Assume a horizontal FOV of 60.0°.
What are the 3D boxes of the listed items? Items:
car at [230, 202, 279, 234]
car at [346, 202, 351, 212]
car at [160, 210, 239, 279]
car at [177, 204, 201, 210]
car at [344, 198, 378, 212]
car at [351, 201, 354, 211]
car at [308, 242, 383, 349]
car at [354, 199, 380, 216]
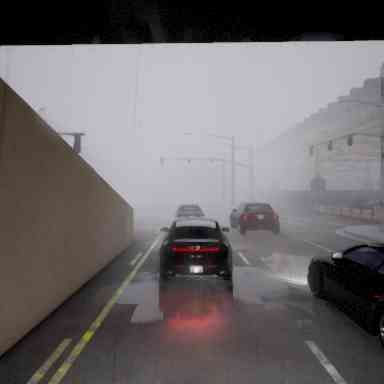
[{"bbox_3d":[3.500,1.363,19.403,2.097,1.767,4.553,0,0,-2],"label":"car"},{"bbox_3d":[17.555,1.473,34.452,4.974,1.542,2.038,0,0,-45],"label":"car"},{"bbox_3d":[0.101,1.511,10.047,1.837,1.490,4.892,0,0,0],"label":"car"},{"bbox_3d":[-0.205,1.561,22.901,2.033,1.411,5.357,0,0,-4],"label":"car"},{"bbox_3d":[17.591,1.316,34.489,4.536,1.218,1.853,0,0,-45],"label":"car"},{"bbox_3d":[17.448,1.470,29.845,2.038,1.542,4.974,0,0,-35],"label":"car"},{"bbox_3d":[3.591,1.568,5.840,1.994,1.385,4.181,0,0,0],"label":"car"},{"bbox_3d":[17.478,1.313,29.803,1.853,1.218,4.536,0,0,-35],"label":"car"}]
